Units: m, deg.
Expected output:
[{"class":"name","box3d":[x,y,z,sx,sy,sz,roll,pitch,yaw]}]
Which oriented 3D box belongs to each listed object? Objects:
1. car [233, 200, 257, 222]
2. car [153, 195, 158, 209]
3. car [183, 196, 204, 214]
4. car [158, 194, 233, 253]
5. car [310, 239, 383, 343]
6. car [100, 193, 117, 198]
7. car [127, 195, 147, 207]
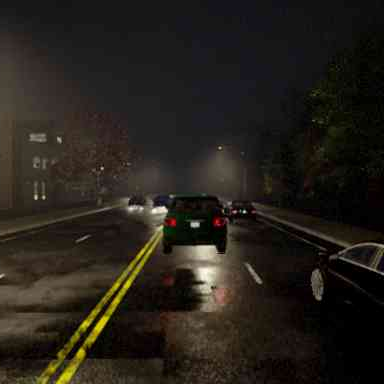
[{"class":"car","box3d":[3.347,1.291,23.692,2.033,1.411,5.357,0,1,0]},{"class":"car","box3d":[-3.384,1.065,38.235,1.882,1.535,5.008,0,1,0]},{"class":"car","box3d":[0.094,1.167,31.286,1.837,1.490,4.892,0,1,0]},{"class":"car","box3d":[0.099,1.080,13.044,2.150,2.045,5.566,0,1,0]},{"class":"car","box3d":[3.349,1.436,4.999,2.128,1.511,4.902,0,1,0]},{"class":"car","box3d":[-20.701,0.938,82.176,4.313,1.339,1.947,-1,2,-1]},{"class":"car","box3d":[-6.662,1.104,41.260,2.033,1.411,5.357,0,1,-1]}]
